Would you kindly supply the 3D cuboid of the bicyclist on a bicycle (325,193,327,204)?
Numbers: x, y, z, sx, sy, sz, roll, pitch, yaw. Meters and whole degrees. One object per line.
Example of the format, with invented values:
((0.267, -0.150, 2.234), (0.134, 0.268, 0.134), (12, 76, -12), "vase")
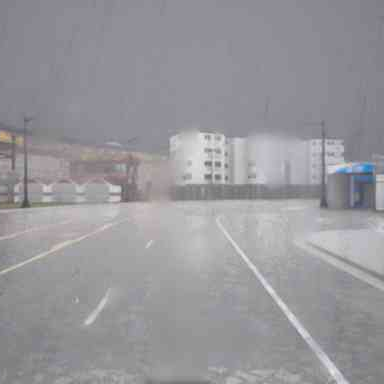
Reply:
((17.473, 1.016, 42.838), (0.582, 1.620, 1.656), (0, 0, -34), "bicyclist on a bicycle")
